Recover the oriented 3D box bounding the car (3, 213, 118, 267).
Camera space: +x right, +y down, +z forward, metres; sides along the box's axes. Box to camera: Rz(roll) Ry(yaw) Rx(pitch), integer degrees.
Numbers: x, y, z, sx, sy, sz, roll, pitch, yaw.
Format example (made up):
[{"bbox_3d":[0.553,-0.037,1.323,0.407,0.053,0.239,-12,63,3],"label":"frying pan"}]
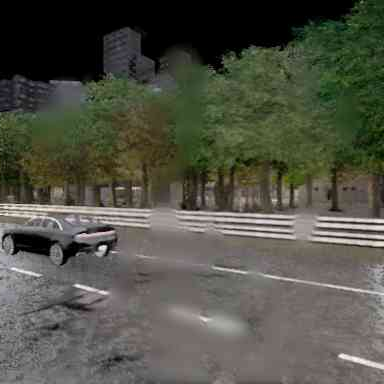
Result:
[{"bbox_3d":[-4.687,1.495,11.514,4.902,1.511,2.128,0,0,36],"label":"car"}]
